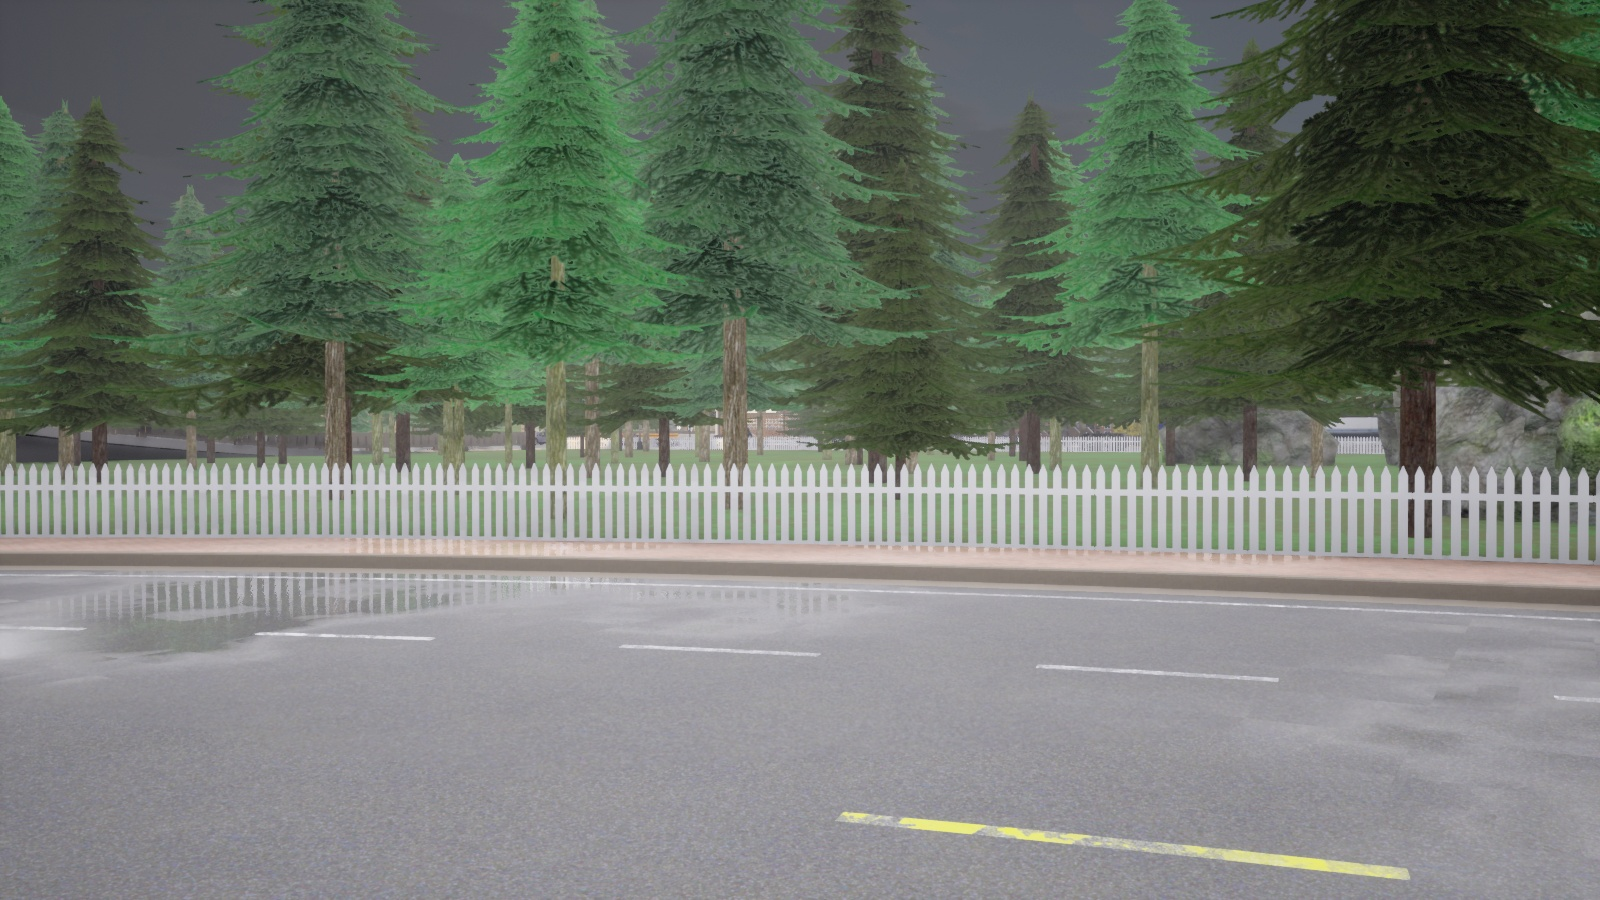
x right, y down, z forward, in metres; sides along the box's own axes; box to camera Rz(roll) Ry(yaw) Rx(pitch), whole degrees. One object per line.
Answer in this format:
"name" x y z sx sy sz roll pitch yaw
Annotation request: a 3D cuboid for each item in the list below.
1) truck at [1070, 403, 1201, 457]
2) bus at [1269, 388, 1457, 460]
"truck" 22.241 -1.352 83.439 7.936 3.462 2.891 1 1 33
"bus" 35.381 -1.628 79.101 10.273 4.253 3.944 1 1 33
